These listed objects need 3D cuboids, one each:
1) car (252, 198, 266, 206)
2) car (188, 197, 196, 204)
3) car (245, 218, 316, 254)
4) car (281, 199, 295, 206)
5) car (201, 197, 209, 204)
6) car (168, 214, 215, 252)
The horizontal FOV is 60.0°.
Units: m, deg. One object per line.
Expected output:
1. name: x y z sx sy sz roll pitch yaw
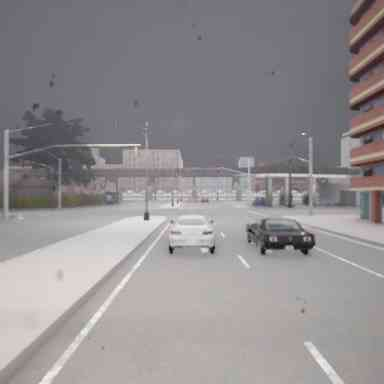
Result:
1. car: 13.171 1.908 64.872 2.242 1.667 4.611 0 -1 0
2. car: -0.054 2.189 89.508 2.097 1.767 4.553 0 -1 0
3. car: 3.493 1.735 14.114 1.895 1.301 4.718 0 0 0
4. car: 18.915 2.076 65.637 1.970 1.475 3.806 0 -1 0
5. car: 3.446 2.188 89.510 2.097 1.767 4.553 0 -1 0
6. car: -0.005 1.662 14.376 1.812 1.442 4.674 0 0 0
